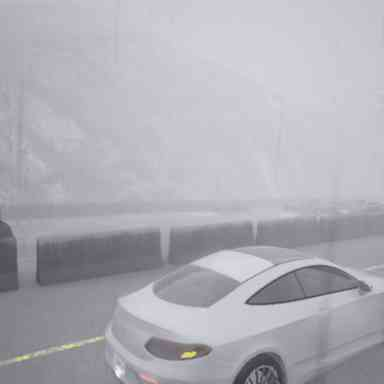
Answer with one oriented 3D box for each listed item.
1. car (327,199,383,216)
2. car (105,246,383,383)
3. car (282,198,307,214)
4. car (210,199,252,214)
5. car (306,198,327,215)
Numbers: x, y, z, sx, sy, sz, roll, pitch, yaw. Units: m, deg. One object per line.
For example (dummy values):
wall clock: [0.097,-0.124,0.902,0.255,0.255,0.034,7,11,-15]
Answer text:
car: [12.990,1.312,25.530,4.902,1.511,2.128,0,0,-34]
car: [1.190,1.492,4.552,4.674,1.442,1.812,0,0,-34]
car: [11.369,1.316,32.876,5.357,1.411,2.033,0,0,-34]
car: [3.793,1.340,31.989,4.181,1.385,1.994,0,0,-34]
car: [13.013,1.337,29.765,5.357,1.411,2.033,0,0,-34]
